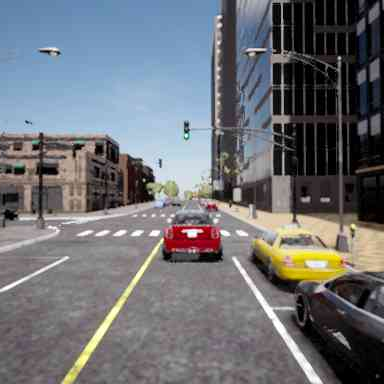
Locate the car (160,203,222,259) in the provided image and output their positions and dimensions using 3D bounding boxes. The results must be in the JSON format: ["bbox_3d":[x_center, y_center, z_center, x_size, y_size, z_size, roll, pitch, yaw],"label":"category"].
[{"bbox_3d":[0.027,1.495,13.445,2.097,1.767,4.553,0,-1,1],"label":"car"}]

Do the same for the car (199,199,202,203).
[{"bbox_3d":[2.709,2.332,75.516,1.752,1.417,4.829,1,-1,0],"label":"car"}]

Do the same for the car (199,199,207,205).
[{"bbox_3d":[2.710,2.391,81.050,1.752,1.417,4.829,1,-1,0],"label":"car"}]

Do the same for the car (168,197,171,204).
[{"bbox_3d":[-5.673,2.328,69.824,1.802,1.307,4.206,1,-1,0],"label":"car"}]

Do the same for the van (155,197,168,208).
[{"bbox_3d":[-5.670,1.969,58.758,1.690,1.788,3.998,1,-1,0],"label":"van"}]

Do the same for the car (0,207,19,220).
[{"bbox_3d":[-19.415,2.152,32.801,4.313,1.339,1.947,-1,-1,1],"label":"car"}]

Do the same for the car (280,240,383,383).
[{"bbox_3d":[2.668,1.611,4.083,1.947,1.339,4.313,1,-1,0],"label":"car"}]

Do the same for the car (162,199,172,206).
[{"bbox_3d":[-5.672,2.371,75.358,1.947,1.339,4.313,1,-1,0],"label":"car"}]

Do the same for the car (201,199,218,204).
[{"bbox_3d":[2.708,1.949,47.673,1.967,1.590,4.097,1,-1,0],"label":"car"}]

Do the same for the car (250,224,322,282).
[{"bbox_3d":[2.840,1.632,9.897,1.752,1.417,4.829,1,-1,0],"label":"car"}]

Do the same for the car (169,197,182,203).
[{"bbox_3d":[-2.996,2.263,67.392,2.033,1.411,5.357,0,-1,0],"label":"car"}]

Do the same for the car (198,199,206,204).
[{"bbox_3d":[2.710,2.527,91.949,1.887,1.381,4.507,1,-1,0],"label":"car"}]

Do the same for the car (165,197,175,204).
[{"bbox_3d":[-5.667,2.239,86.428,2.192,1.841,5.009,1,-1,0],"label":"car"}]
